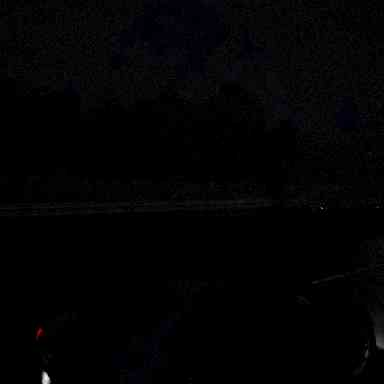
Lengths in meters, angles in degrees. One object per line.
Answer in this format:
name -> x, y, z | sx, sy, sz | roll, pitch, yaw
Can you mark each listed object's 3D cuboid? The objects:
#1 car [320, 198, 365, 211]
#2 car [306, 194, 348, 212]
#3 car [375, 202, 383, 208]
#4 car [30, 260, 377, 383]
car -> 14.450, 1.546, 31.258 | 4.181, 1.385, 1.994 | 0, 0, -34
car -> 14.651, 1.210, 35.646 | 5.566, 2.045, 2.150 | 0, 0, -34
car -> 18.216, 1.338, 29.595 | 4.553, 1.767, 2.097 | 0, 0, -34
car -> 0.382, 1.559, 4.010 | 4.181, 1.385, 1.994 | 0, 0, -36
